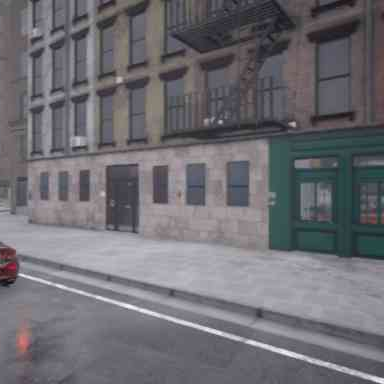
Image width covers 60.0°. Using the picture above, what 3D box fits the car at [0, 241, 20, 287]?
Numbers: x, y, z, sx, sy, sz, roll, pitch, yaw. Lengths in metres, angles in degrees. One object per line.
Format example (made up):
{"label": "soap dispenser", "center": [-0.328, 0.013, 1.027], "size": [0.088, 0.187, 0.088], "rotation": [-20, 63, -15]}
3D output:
{"label": "car", "center": [-5.876, 1.472, 7.905], "size": [4.674, 1.442, 1.812], "rotation": [1, 0, 36]}
